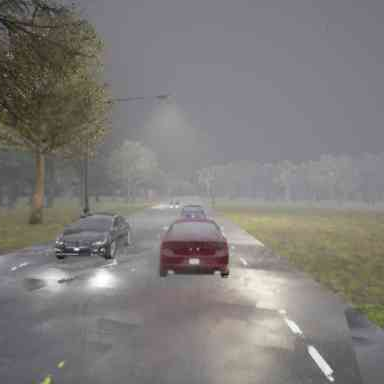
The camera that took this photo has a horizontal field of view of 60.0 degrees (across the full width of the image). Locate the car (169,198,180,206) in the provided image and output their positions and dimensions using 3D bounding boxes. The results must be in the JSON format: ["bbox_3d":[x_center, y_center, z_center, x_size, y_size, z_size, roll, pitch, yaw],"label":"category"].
[{"bbox_3d":[-3.539,2.014,67.863,2.128,1.511,4.902,1,-1,0],"label":"car"}]

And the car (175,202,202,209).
[{"bbox_3d":[0.052,1.671,24.627,2.033,1.411,5.357,1,0,0],"label":"car"}]

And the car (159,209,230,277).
[{"bbox_3d":[0.067,1.551,10.585,1.882,1.535,5.008,1,0,0],"label":"car"}]

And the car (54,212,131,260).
[{"bbox_3d":[-3.563,1.555,12.750,1.837,1.490,4.892,1,-1,0],"label":"car"}]
